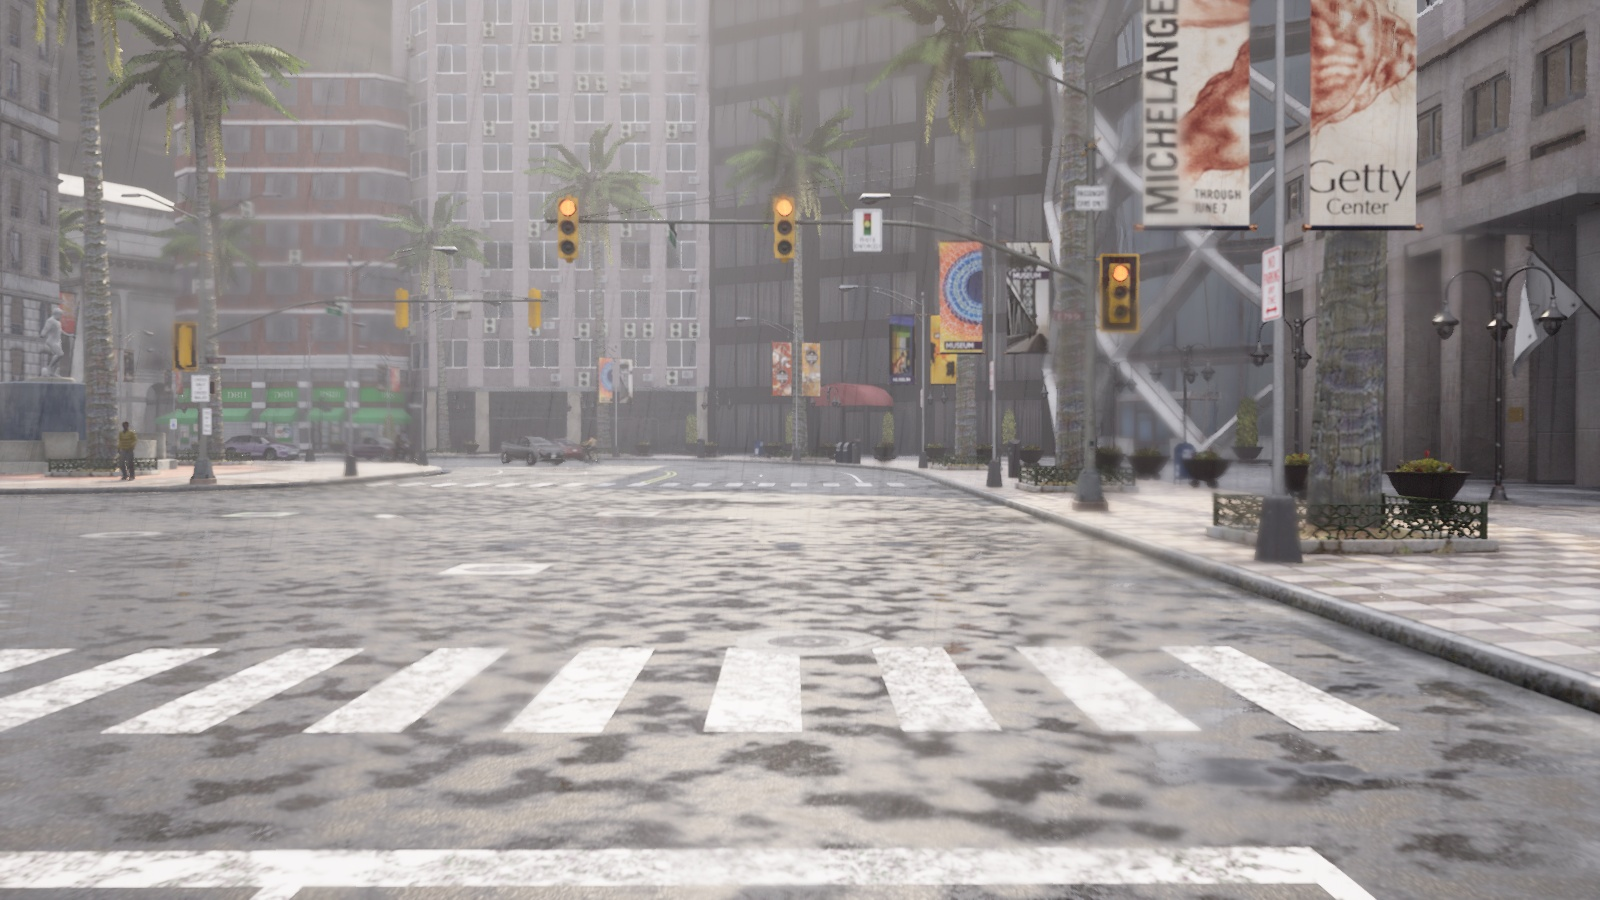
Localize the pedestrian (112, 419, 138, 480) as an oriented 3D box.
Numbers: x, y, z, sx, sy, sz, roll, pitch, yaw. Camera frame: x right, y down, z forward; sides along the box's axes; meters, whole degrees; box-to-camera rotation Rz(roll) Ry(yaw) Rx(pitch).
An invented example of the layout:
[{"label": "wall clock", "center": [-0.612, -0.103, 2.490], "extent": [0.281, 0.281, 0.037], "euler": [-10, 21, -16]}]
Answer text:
[{"label": "pedestrian", "center": [-20.443, -0.026, 38.039], "extent": [0.431, 1.840, 0.709], "euler": [0, 1, -1]}]

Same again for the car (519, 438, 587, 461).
[{"label": "car", "center": [-15.514, -0.057, 78.814], "extent": [4.181, 1.385, 1.994], "euler": [1, 1, 39]}]

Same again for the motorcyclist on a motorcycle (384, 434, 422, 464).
[{"label": "motorcyclist on a motorcycle", "center": [-22.416, -0.089, 70.877], "extent": [2.350, 1.649, 0.766], "euler": [1, 1, 36]}]

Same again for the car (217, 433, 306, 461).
[{"label": "car", "center": [-32.795, -0.179, 76.546], "extent": [4.856, 1.649, 2.033], "euler": [0, 1, 19]}]

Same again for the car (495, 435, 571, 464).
[{"label": "car", "center": [-14.525, -0.058, 68.215], "extent": [2.007, 1.525, 4.514], "euler": [0, 1, -42]}]

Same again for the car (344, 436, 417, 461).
[{"label": "car", "center": [-25.818, -0.097, 77.209], "extent": [4.193, 1.474, 1.816], "euler": [0, 1, 27]}]
